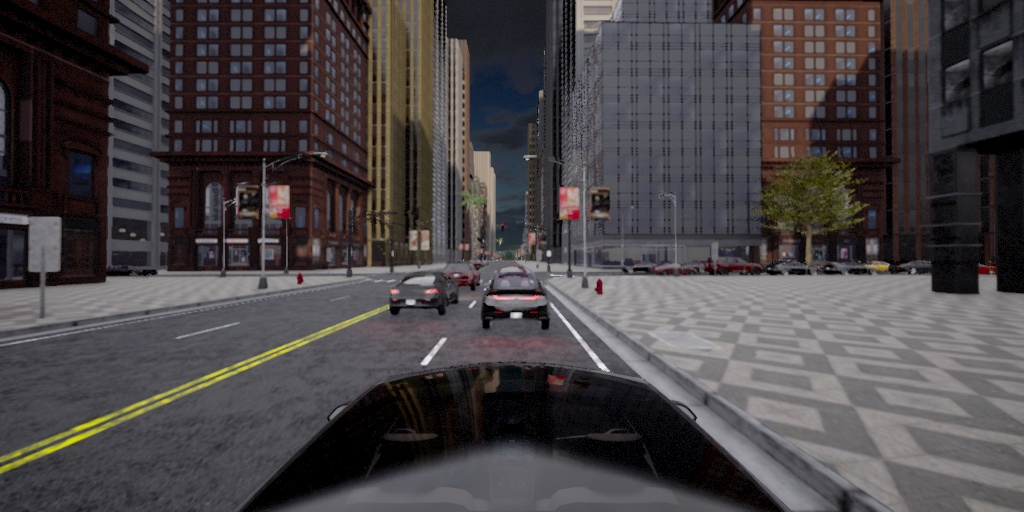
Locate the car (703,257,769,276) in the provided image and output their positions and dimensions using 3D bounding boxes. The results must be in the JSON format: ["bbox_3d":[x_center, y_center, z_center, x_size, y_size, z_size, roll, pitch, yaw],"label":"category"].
[{"bbox_3d":[20.955,1.003,34.092,5.009,1.841,2.192,0,0,-1],"label":"car"}]

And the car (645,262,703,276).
[{"bbox_3d":[15.317,1.290,34.004,4.207,1.307,1.802,0,0,-1],"label":"car"}]

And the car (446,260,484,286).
[{"bbox_3d":[-3.148,1.117,22.439,2.097,1.767,4.553,0,0,0],"label":"car"}]

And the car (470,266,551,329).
[{"bbox_3d":[0.099,1.238,11.147,2.128,1.511,4.902,0,0,0],"label":"car"}]

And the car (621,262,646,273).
[{"bbox_3d":[15.186,1.365,42.528,4.313,1.339,1.948,0,0,-1],"label":"car"}]

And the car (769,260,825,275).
[{"bbox_3d":[26.592,1.238,34.179,4.313,1.339,1.948,0,0,-1],"label":"car"}]

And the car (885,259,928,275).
[{"bbox_3d":[41.875,1.168,37.049,4.892,1.490,1.837,0,-1,-1],"label":"car"}]

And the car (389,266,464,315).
[{"bbox_3d":[-3.150,1.274,13.459,1.812,1.442,4.674,0,0,0],"label":"car"}]

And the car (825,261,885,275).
[{"bbox_3d":[32.229,1.222,34.266,4.313,1.339,1.948,0,0,-1],"label":"car"}]

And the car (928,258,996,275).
[{"bbox_3d":[43.505,1.176,34.442,4.507,1.381,1.888,0,0,-1],"label":"car"}]

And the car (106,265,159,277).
[{"bbox_3d":[-38.653,1.560,36.052,4.718,1.301,1.895,0,-1,0],"label":"car"}]
